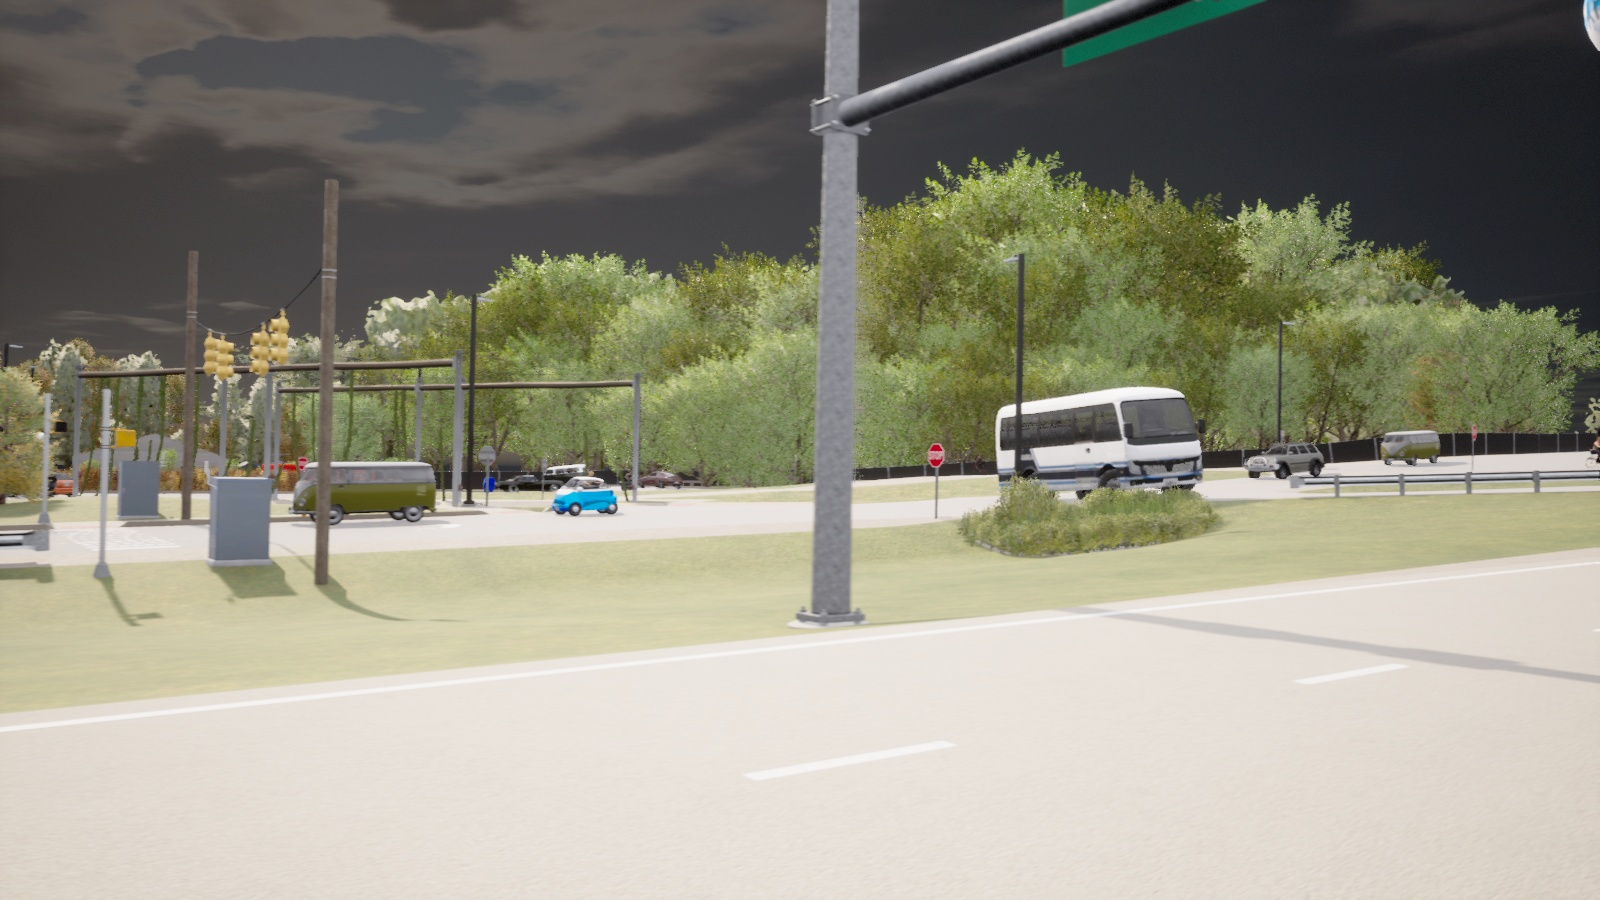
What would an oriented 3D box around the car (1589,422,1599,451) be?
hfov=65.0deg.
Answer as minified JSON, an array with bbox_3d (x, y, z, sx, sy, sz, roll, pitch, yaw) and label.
[{"bbox_3d":[53.525,-0.928,81.998,3.866,1.878,1.905,-2,1,-33],"label":"car"}]

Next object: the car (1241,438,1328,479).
[{"bbox_3d":[25.518,0.435,66.114,4.605,1.855,1.932,-4,2,-34],"label":"car"}]

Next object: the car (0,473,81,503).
[{"bbox_3d":[-49.372,2.439,81.531,4.553,1.767,2.097,1,0,17],"label":"car"}]

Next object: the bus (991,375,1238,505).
[{"bbox_3d":[11.828,-0.177,48.893,3.944,4.253,10.273,-4,-1,-20],"label":"bus"}]

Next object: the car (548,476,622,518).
[{"bbox_3d":[-7.713,1.673,45.062,2.207,1.376,1.481,-1,0,-34],"label":"car"}]

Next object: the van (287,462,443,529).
[{"bbox_3d":[-14.039,1.426,40.606,4.442,1.987,1.775,-1,0,-36],"label":"van"}]

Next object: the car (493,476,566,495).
[{"bbox_3d":[-19.130,2.512,88.834,4.718,1.301,1.895,0,-1,-26],"label":"car"}]

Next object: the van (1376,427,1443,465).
[{"bbox_3d":[35.640,-0.258,73.359,4.442,1.987,1.775,-3,2,-39],"label":"van"}]
